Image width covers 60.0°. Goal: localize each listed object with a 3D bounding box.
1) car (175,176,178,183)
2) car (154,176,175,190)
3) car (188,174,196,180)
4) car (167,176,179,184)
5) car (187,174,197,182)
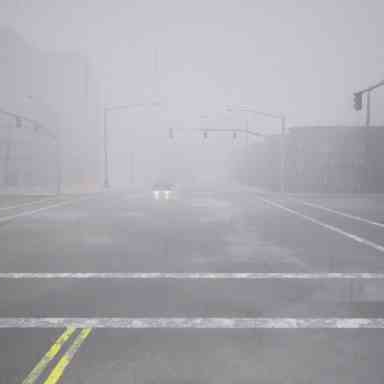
[{"bbox_3d":[-3.580,-1.689,51.329,1.837,1.490,4.892,0,4,0],"label":"car"},{"bbox_3d":[-3.586,-0.961,41.423,1.994,1.385,4.181,0,4,0],"label":"car"},{"bbox_3d":[0.022,-3.693,80.724,2.033,1.411,5.357,0,4,0],"label":"car"},{"bbox_3d":[-3.549,-2.275,61.448,1.895,1.301,4.718,0,4,0],"label":"car"},{"bbox_3d":[0.020,-2.968,70.897,1.994,1.385,4.181,0,4,0],"label":"car"}]
